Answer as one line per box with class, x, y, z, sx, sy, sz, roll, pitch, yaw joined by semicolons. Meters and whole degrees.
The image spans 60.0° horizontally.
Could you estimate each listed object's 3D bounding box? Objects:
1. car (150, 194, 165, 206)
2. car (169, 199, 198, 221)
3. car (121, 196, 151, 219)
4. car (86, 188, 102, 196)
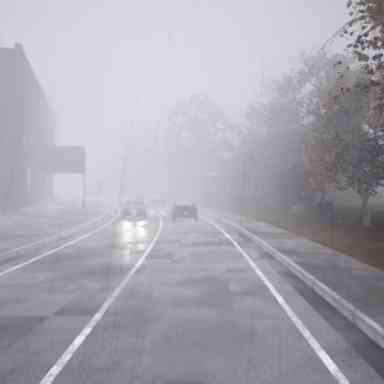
car;-4.866;1.052;44.199;1.812;1.442;4.674;1;1;-18
car;-0.727;1.316;25.892;1.882;1.535;5.008;1;1;-6
car;-4.585;1.283;26.828;2.128;1.511;4.902;0;1;-8
car;-19.389;-0.104;65.947;1.882;1.535;5.008;2;2;-35
